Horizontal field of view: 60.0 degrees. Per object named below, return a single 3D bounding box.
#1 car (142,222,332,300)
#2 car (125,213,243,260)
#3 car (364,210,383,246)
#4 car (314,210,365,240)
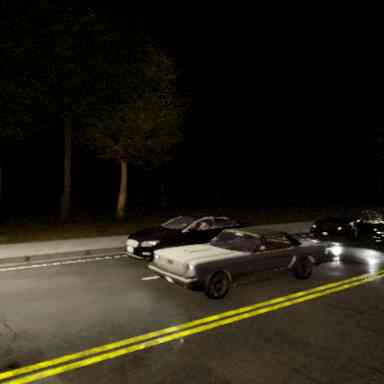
[{"bbox_3d":[1.321,1.636,8.606,4.718,1.301,1.895,0,0,-35],"label":"car"},{"bbox_3d":[0.093,1.532,11.715,4.902,1.511,2.128,0,0,-35],"label":"car"},{"bbox_3d":[9.892,1.603,14.651,4.892,1.490,1.837,0,0,-35],"label":"car"},{"bbox_3d":[8.665,1.651,17.750,5.357,1.411,2.033,0,0,-35],"label":"car"}]
